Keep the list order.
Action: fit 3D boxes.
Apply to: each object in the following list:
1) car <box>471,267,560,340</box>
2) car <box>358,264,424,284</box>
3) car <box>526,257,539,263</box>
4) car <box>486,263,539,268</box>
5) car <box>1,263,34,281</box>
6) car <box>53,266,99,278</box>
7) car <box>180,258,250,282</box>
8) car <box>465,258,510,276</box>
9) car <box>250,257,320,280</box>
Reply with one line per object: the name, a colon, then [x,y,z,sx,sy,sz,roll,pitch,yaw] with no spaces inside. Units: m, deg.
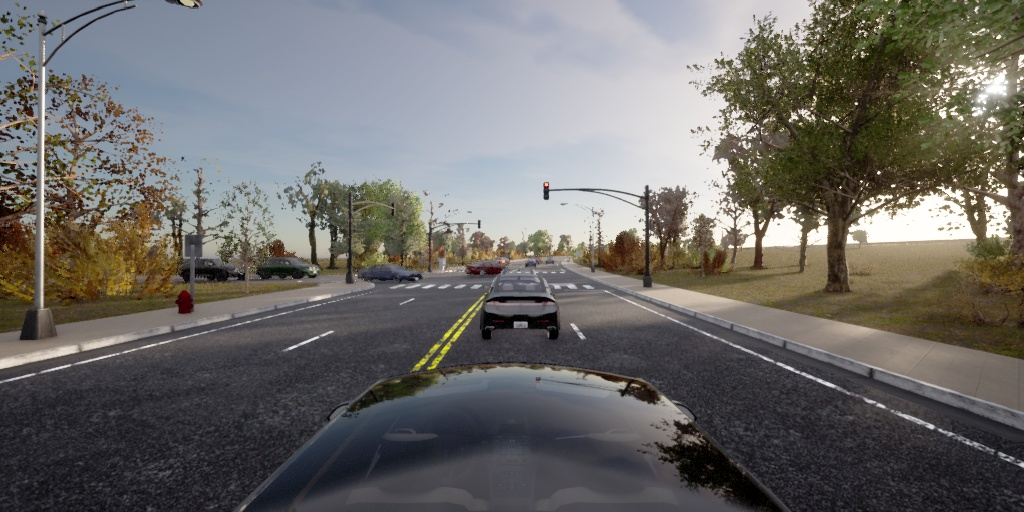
car: [0.200,1.241,10.003,2.128,1.511,4.902,0,0,0]
car: [-9.319,1.312,27.374,5.357,1.411,2.033,-1,-1,27]
car: [3.339,1.190,62.087,1.812,1.442,4.674,0,0,5]
car: [0.292,1.240,15.332,2.128,1.511,4.902,0,0,2]
car: [-50.152,1.420,35.482,5.566,2.045,2.150,-1,-1,11]
car: [-46.932,1.746,38.181,5.357,1.411,2.033,-1,-1,11]
car: [-25.680,1.170,31.051,5.566,2.045,2.150,-1,-1,10]
car: [-2.357,1.248,36.025,5.008,1.535,1.882,-1,1,-40]
car: [-20.860,1.151,33.492,5.566,2.045,2.150,0,-1,10]
